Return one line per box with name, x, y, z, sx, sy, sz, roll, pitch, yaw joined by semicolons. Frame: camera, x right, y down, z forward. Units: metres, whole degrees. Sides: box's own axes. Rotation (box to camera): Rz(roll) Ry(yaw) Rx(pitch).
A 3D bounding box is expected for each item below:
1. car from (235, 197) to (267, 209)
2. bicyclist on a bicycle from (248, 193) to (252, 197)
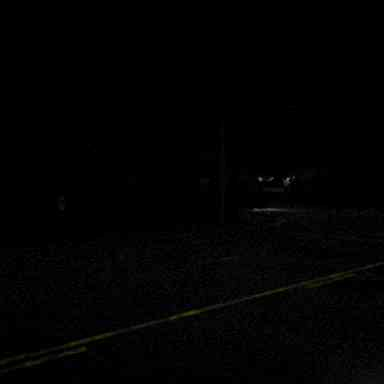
car;7.542;1.360;43.444;1.882;1.535;5.008;-1;0;-37
bicyclist on a bicycle;9.979;0.989;57.612;1.656;1.620;0.582;-1;0;-37
